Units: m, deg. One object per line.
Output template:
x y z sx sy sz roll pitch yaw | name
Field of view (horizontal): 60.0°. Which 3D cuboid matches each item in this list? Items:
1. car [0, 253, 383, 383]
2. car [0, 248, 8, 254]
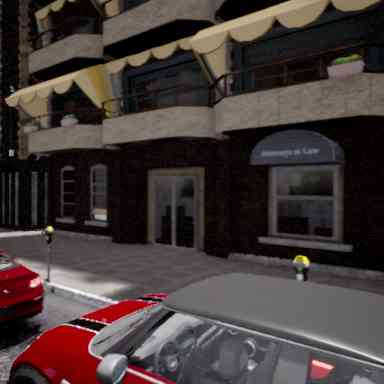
0.281 1.431 2.673 4.097 1.590 1.967 1 0 35 | car
-4.304 1.533 5.943 4.206 1.307 1.802 0 0 35 | car
